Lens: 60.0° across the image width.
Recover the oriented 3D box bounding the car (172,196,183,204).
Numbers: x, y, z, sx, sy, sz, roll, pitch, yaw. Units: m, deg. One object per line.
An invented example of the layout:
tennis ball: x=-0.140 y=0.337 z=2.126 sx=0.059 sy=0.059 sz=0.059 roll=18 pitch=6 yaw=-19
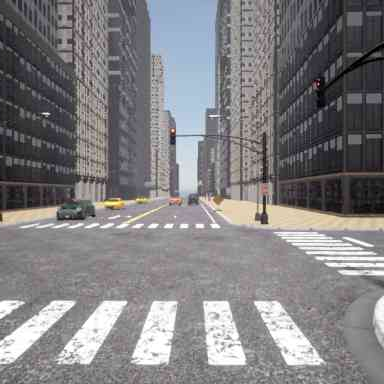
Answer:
car: x=-2.998 y=1.634 z=70.208 sx=2.128 sy=1.511 sz=4.902 roll=0 pitch=0 yaw=0

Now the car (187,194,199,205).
car: x=0.254 y=1.605 z=59.812 sx=1.837 sy=1.490 sz=4.892 roll=0 pitch=0 yaw=0

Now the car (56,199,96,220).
car: x=-9.777 y=1.376 z=28.311 sx=2.097 sy=1.767 sz=4.553 roll=0 pitch=0 yaw=0

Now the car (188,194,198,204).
car: x=0.254 y=1.361 z=70.439 sx=2.150 sy=2.045 sz=5.566 roll=0 pitch=0 yaw=0

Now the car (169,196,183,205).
car: x=-2.994 y=1.453 z=60.019 sx=2.097 sy=1.767 sz=4.553 roll=0 pitch=0 yaw=0

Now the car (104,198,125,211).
car: x=-9.740 y=1.526 z=42.107 sx=1.882 sy=1.535 sz=5.008 roll=0 pitch=0 yaw=0

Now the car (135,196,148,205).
car: x=-9.590 y=1.593 z=63.774 sx=1.882 sy=1.535 sz=5.008 roll=0 pitch=0 yaw=0
